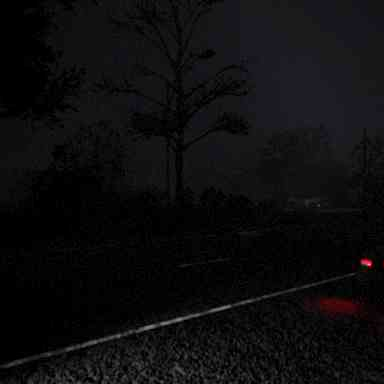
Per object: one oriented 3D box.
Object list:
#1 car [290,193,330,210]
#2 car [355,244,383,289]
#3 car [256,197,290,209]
[{"bbox_3d":[14.721,1.150,42.323,2.150,2.045,5.566,0,0,-28],"label":"car"},{"bbox_3d":[6.040,1.526,7.877,5.357,1.411,2.033,0,0,-34],"label":"car"},{"bbox_3d":[10.256,1.511,43.386,1.994,1.385,4.181,0,0,-27],"label":"car"}]
